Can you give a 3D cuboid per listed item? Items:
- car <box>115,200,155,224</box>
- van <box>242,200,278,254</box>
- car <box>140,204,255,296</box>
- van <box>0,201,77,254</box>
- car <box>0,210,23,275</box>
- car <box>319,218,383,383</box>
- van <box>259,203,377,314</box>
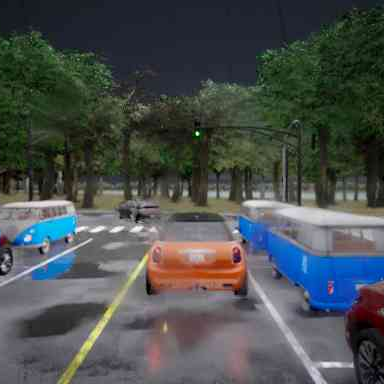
[{"bbox_3d":[-3.813,1.285,23.210,2.128,1.511,4.902,0,1,-32],"label":"car"},{"bbox_3d":[2.758,1.247,12.635,1.690,1.788,3.998,0,0,0],"label":"van"},{"bbox_3d":[0.101,1.288,8.613,2.097,1.767,4.553,0,0,0],"label":"car"},{"bbox_3d":[-5.767,1.247,12.634,1.690,1.788,3.998,0,0,0],"label":"van"},{"bbox_3d":[-5.766,1.386,7.197,1.967,1.590,4.097,0,0,0],"label":"car"},{"bbox_3d":[2.760,1.301,1.760,2.192,1.841,5.009,0,0,0],"label":"car"},{"bbox_3d":[2.759,1.287,7.197,1.690,1.788,3.998,0,0,0],"label":"van"}]
